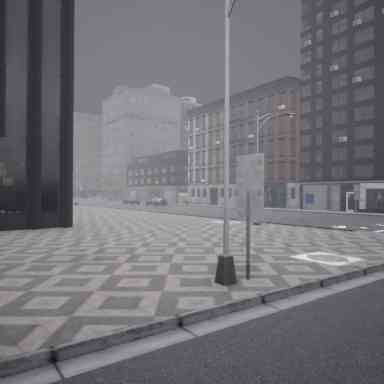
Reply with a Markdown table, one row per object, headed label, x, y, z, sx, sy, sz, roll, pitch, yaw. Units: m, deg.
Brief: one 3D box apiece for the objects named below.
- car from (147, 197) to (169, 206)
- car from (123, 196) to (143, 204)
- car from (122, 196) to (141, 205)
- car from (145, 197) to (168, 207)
| label | x | y | z | sx | sy | sz | roll | pitch | yaw |
| --- | --- | --- | --- | --- | --- | --- | --- | --- | --- |
| car | -6.247 | 1.640 | 60.379 | 1.837 | 1.490 | 4.892 | 1 | 0 | -36 |
| car | -12.307 | 1.641 | 68.840 | 2.128 | 1.511 | 4.902 | 1 | 0 | -36 |
| car | -11.381 | 1.714 | 61.792 | 1.895 | 1.301 | 4.718 | 1 | 0 | -36 |
| car | -5.935 | 1.625 | 54.250 | 1.812 | 1.442 | 4.674 | 1 | 0 | -36 |
